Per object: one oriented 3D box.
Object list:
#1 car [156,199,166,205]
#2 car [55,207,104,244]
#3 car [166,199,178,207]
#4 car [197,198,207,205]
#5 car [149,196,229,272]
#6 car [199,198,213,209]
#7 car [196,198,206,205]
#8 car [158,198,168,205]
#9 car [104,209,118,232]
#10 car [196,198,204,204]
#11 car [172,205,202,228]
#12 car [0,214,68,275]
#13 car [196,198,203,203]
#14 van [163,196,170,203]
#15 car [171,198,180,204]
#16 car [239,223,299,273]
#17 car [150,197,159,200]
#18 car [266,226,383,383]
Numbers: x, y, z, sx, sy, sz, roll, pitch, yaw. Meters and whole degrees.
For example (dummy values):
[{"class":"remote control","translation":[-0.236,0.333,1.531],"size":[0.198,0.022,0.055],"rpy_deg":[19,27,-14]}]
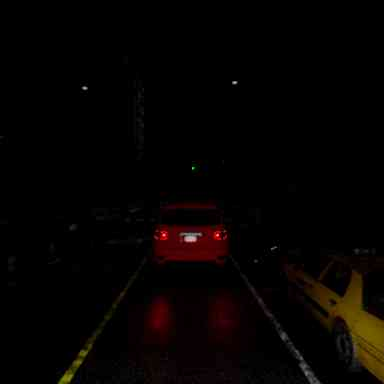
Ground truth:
[{"class":"car","translation":[-6.454,2.108,69.880],"size":[1.802,1.307,4.206],"rpy_deg":[0,0,-1]},{"class":"car","translation":[-5.915,1.559,16.146],"size":[1.967,1.590,4.097],"rpy_deg":[0,0,-1]},{"class":"car","translation":[-3.656,1.982,60.987],"size":[1.812,1.442,4.674],"rpy_deg":[0,0,0]},{"class":"car","translation":[2.070,2.075,69.966],"size":[2.008,1.369,4.403],"rpy_deg":[0,0,-1]},{"class":"car","translation":[-0.042,1.306,11.254],"size":[2.150,2.045,5.566],"rpy_deg":[0,0,0]},{"class":"car","translation":[2.234,1.838,53.656],"size":[1.967,1.590,4.097],"rpy_deg":[0,0,-1]},{"class":"car","translation":[2.016,2.111,75.403],"size":[1.887,1.381,4.507],"rpy_deg":[0,0,-1]},{"class":"car","translation":[-6.507,2.092,75.148],"size":[1.752,1.417,4.829],"rpy_deg":[0,0,-1]},{"class":"car","translation":[-5.968,1.683,21.432],"size":[1.752,1.417,4.829],"rpy_deg":[0,0,-1]},{"class":"car","translation":[1.961,2.154,80.841],"size":[1.887,1.381,4.507],"rpy_deg":[0,0,-1]},{"class":"car","translation":[-0.462,1.746,24.809],"size":[1.994,1.385,4.181],"rpy_deg":[0,0,-4]},{"class":"car","translation":[-5.861,1.624,10.688],"size":[1.887,1.381,4.507],"rpy_deg":[0,0,-1]},{"class":"car","translation":[1.905,2.179,86.448],"size":[1.752,1.417,4.829],"rpy_deg":[0,0,-1]},{"class":"van","translation":[-6.619,1.995,86.194],"size":[1.690,1.788,3.998],"rpy_deg":[0,0,-1]},{"class":"car","translation":[-3.761,2.129,76.817],"size":[1.994,1.385,4.181],"rpy_deg":[0,0,-1]},{"class":"car","translation":[2.664,1.644,10.776],"size":[1.947,1.339,4.313],"rpy_deg":[0,0,-1]},{"class":"car","translation":[-6.346,1.756,59.008],"size":[2.192,1.841,5.009],"rpy_deg":[0,0,-1]},{"class":"car","translation":[2.717,1.565,5.490],"size":[1.752,1.417,4.829],"rpy_deg":[0,0,-1]}]
